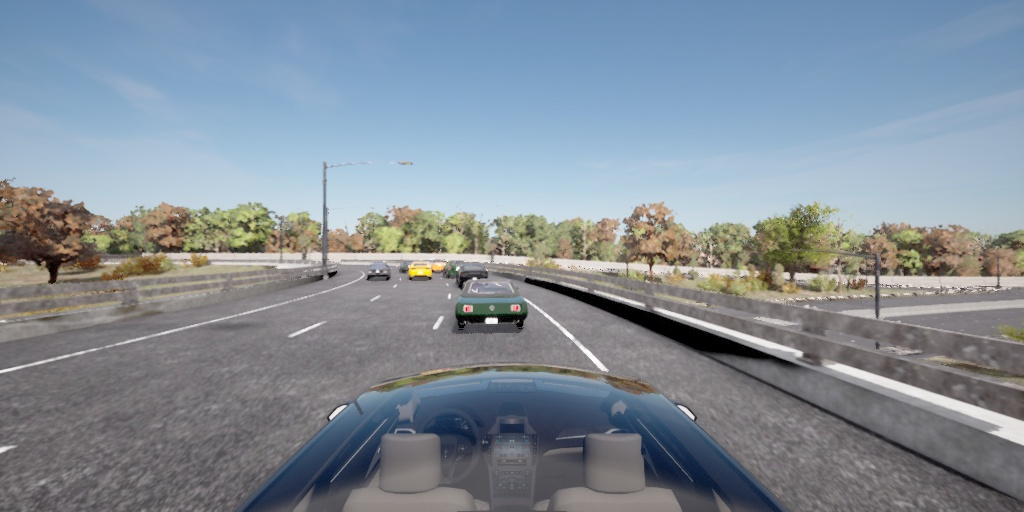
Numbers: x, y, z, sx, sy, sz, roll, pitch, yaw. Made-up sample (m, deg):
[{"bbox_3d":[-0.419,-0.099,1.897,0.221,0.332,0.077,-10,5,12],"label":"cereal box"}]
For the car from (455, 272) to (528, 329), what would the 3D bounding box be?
[{"bbox_3d":[-0.715,1.368,11.342,1.895,1.301,4.718,0,0,-5],"label":"car"}]

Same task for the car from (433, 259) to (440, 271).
[{"bbox_3d":[-9.746,1.186,46.177,2.097,1.767,4.553,0,0,-23],"label":"car"}]

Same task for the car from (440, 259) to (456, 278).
[{"bbox_3d":[-5.567,1.164,35.142,2.097,1.767,4.553,0,0,-16],"label":"car"}]

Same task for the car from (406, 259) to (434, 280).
[{"bbox_3d":[-8.478,1.289,32.835,1.882,1.535,5.008,0,-1,-17],"label":"car"}]

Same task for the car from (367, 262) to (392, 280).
[{"bbox_3d":[-11.823,1.359,32.035,2.033,1.411,5.357,0,0,-16],"label":"car"}]

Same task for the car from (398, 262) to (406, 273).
[{"bbox_3d":[-12.977,1.400,44.827,1.994,1.385,4.181,0,0,-23],"label":"car"}]

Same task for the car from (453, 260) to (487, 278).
[{"bbox_3d":[-2.791,1.269,24.573,1.882,1.535,5.008,0,0,-12],"label":"car"}]
